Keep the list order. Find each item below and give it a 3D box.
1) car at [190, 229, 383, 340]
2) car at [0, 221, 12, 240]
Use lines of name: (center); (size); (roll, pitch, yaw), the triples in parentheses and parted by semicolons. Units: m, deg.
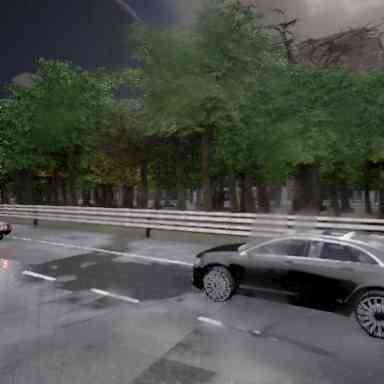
car: (2.223, 1.493, 6.583); (4.902, 1.511, 2.128); (0, 0, 36)
car: (-10.604, 1.642, 15.755); (4.718, 1.301, 1.895); (0, 0, 36)
